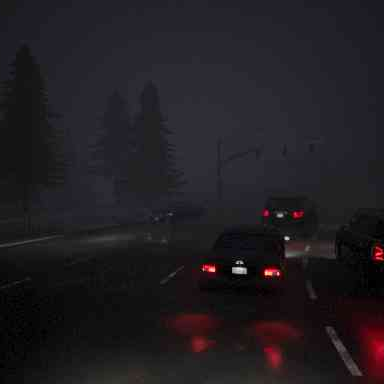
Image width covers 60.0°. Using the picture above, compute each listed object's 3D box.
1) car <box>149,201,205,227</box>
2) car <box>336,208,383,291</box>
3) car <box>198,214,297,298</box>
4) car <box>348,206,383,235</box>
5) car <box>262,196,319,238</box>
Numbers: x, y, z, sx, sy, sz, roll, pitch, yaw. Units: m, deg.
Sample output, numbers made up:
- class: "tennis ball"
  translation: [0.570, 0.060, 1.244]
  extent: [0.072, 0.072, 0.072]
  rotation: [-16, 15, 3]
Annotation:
- class: "car"
  translation: [-0.851, 1.325, 21.852]
  extent: [2.128, 1.511, 4.902]
  rotation: [0, 0, 30]
- class: "car"
  translation: [5.264, 1.352, 8.899]
  extent: [2.097, 1.767, 4.553]
  rotation: [0, 0, 14]
- class: "car"
  translation: [1.545, 1.546, 8.773]
  extent: [2.033, 1.411, 5.357]
  rotation: [0, 0, 15]
- class: "car"
  translation: [10.675, 1.601, 19.599]
  extent: [1.895, 1.301, 4.718]
  rotation: [0, 0, 35]
- class: "car"
  translation: [5.481, 1.219, 18.222]
  extent: [2.150, 2.045, 5.566]
  rotation: [0, 0, 28]
